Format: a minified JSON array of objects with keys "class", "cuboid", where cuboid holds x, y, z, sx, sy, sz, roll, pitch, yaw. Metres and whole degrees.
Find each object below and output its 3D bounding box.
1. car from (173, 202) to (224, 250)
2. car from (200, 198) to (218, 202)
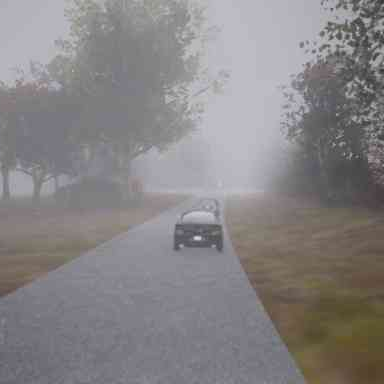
[{"class":"car","cuboid":[0.334,1.455,14.313,1.882,1.535,5.008,0,1,3]},{"class":"car","cuboid":[1.438,1.189,28.679,2.033,1.411,5.357,0,2,6]}]
